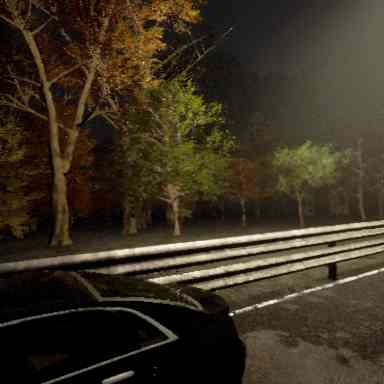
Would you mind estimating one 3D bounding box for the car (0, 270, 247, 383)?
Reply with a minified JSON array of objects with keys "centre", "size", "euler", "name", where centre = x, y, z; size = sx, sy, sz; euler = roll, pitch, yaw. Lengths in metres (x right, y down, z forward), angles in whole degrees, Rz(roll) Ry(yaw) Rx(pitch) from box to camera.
[{"centre":[-1.753,1.505,2.433],"size":[4.892,1.490,1.837],"euler":[-1,0,-35],"name":"car"}]
